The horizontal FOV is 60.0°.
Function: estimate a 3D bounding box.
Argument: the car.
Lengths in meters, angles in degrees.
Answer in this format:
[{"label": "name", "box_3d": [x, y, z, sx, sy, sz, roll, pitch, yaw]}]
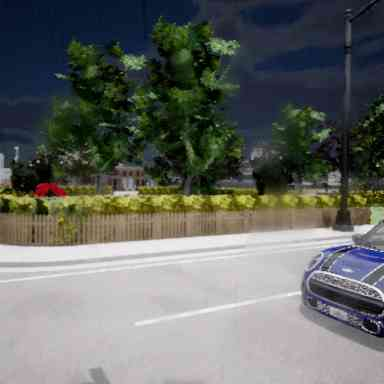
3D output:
[{"label": "car", "box_3d": [4.217, 1.271, 6.135, 4.553, 1.767, 2.097, 0, 1, -28]}]
